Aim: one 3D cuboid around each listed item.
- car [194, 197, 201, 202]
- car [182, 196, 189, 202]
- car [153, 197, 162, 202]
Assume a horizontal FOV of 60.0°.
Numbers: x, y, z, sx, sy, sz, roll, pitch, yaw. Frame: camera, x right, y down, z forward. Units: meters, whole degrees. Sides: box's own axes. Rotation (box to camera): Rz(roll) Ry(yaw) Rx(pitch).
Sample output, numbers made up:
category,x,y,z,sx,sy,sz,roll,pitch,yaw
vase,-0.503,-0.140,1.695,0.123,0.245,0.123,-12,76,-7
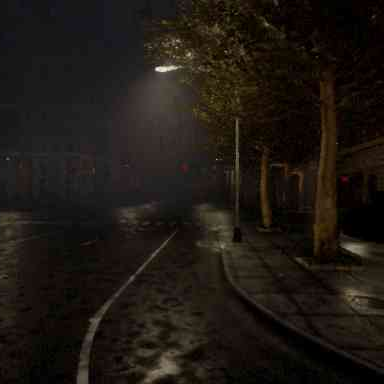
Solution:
category,x,y,z,sx,sy,sz,roll,pitch,yaw
car,1.693,2.022,94.538,2.128,1.511,4.902,0,0,4
car,-1.799,2.014,94.772,2.128,1.511,4.902,0,0,4
car,-9.197,1.989,89.102,1.882,1.535,5.008,0,0,4
